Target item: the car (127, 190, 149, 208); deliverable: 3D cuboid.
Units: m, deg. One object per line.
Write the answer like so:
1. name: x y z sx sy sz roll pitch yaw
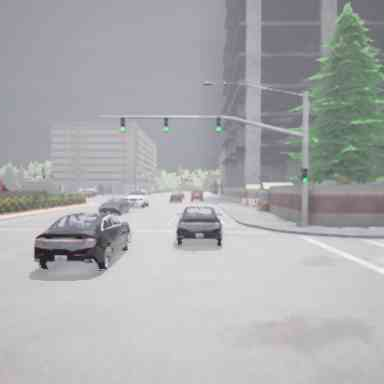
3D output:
1. car: -6.491 0.790 39.960 2.150 2.045 5.566 0 1 0

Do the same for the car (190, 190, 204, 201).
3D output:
1. car: 0.860 0.643 58.073 2.150 2.045 5.566 0 1 1

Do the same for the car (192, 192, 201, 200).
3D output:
1. car: 1.019 0.844 68.660 1.812 1.442 4.674 0 1 1

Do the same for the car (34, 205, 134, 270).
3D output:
1. car: -3.235 1.406 10.696 2.128 1.511 4.902 0 1 1

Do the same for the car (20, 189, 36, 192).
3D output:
1. car: -31.358 0.456 62.562 4.605 1.855 1.932 0 1 1

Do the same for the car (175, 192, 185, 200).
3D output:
1. car: -2.478 0.780 68.915 1.882 1.535 5.008 0 1 1

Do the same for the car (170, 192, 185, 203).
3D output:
1. car: -2.588 0.916 54.999 1.882 1.535 5.008 0 0 1

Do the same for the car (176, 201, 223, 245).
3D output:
1. car: 0.317 1.383 14.893 2.128 1.511 4.902 0 1 1

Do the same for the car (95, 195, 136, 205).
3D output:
1. car: -6.673 1.220 29.215 2.033 1.411 5.357 0 1 1
